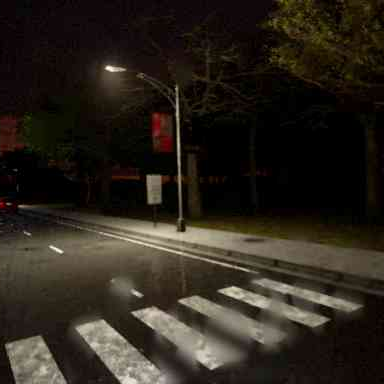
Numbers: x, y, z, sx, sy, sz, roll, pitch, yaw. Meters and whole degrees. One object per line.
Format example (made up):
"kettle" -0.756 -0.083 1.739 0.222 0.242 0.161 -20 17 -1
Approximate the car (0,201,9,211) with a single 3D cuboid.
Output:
"car" -30.168 2.182 52.144 1.994 1.385 4.181 -2 1 -35

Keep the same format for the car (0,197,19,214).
"car" -24.097 1.706 43.368 2.150 2.045 5.566 -2 1 -35
